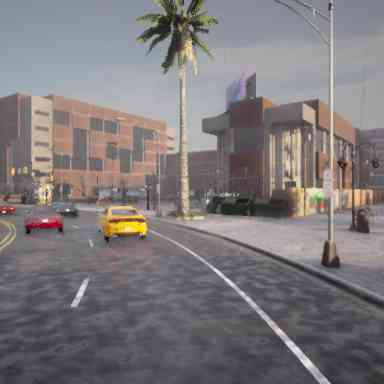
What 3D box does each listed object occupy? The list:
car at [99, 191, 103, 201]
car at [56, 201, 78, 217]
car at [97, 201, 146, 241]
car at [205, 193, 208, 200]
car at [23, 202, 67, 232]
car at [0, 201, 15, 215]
[{"bbox_3d":[-16.893,1.195,58.603,4.553,1.767,2.185,0,0,37],"label":"car"},{"bbox_3d":[-12.047,1.533,30.396,1.994,1.385,4.181,0,0,-39],"label":"car"},{"bbox_3d":[-3.679,1.460,16.944,1.882,1.535,5.008,0,0,-21],"label":"car"},{"bbox_3d":[3.362,1.362,57.718,4.674,1.452,2.002,0,0,37],"label":"car"},{"bbox_3d":[-8.985,1.544,20.003,1.994,1.385,4.181,0,0,-28],"label":"car"},{"bbox_3d":[-19.189,1.568,32.529,4.718,1.301,1.895,0,0,41],"label":"car"}]
